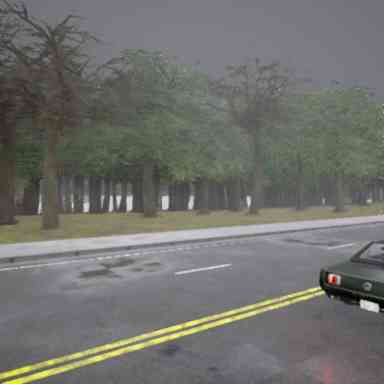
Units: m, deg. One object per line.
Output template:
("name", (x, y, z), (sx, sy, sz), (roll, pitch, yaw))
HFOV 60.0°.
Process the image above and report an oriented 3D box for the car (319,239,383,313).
("car", (4.781, 1.628, 6.846), (4.718, 1.301, 1.895), (0, 0, -35))
